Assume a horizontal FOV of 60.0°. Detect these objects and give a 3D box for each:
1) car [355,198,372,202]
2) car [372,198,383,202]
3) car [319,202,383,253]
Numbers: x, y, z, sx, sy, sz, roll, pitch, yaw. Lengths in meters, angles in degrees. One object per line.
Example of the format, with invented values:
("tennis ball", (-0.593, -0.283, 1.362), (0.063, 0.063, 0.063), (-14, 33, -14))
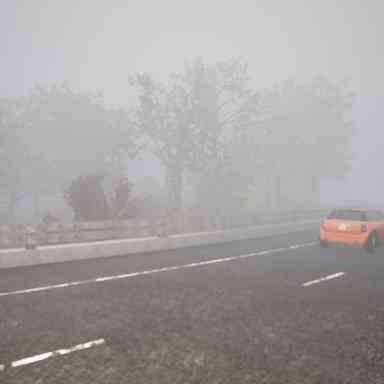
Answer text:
("car", (40.265, 2.218, 79.240), (1.837, 1.490, 4.892), (0, 0, 5))
("car", (43.739, 2.215, 78.812), (1.882, 1.535, 5.008), (0, 0, 5))
("car", (7.566, 1.489, 14.798), (4.553, 1.767, 2.097), (1, -1, -43))
